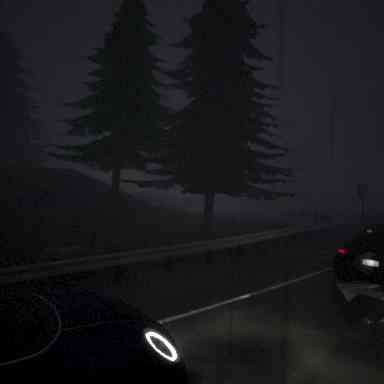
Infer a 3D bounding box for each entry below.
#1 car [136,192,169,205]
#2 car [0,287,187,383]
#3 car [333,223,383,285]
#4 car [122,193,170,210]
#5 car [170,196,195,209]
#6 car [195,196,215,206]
[{"bbox_3d":[-6.624,1.018,55.739,5.566,2.045,2.150,0,0,38],"label":"car"},{"bbox_3d":[-2.243,1.356,2.449,4.553,1.767,2.097,-1,0,-36],"label":"car"},{"bbox_3d":[5.412,1.522,8.703,4.181,1.385,1.994,0,0,-43],"label":"car"},{"bbox_3d":[-5.891,1.094,41.795,5.566,2.045,2.150,0,0,39],"label":"car"},{"bbox_3d":[-2.315,1.463,43.433,4.718,1.301,1.895,0,0,38],"label":"car"},{"bbox_3d":[1.123,1.320,49.633,4.902,1.511,2.128,0,0,38],"label":"car"}]
